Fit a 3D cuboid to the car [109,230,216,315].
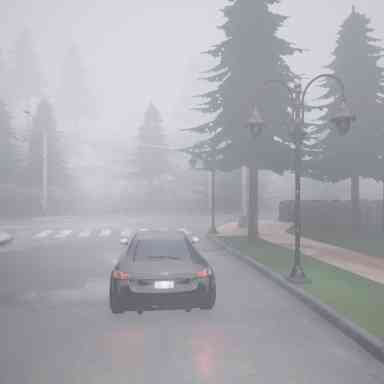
[{"bbox_3d":[-0.725,1.564,7.709,1.994,1.385,4.181,0,0,-7],"label":"car"}]
